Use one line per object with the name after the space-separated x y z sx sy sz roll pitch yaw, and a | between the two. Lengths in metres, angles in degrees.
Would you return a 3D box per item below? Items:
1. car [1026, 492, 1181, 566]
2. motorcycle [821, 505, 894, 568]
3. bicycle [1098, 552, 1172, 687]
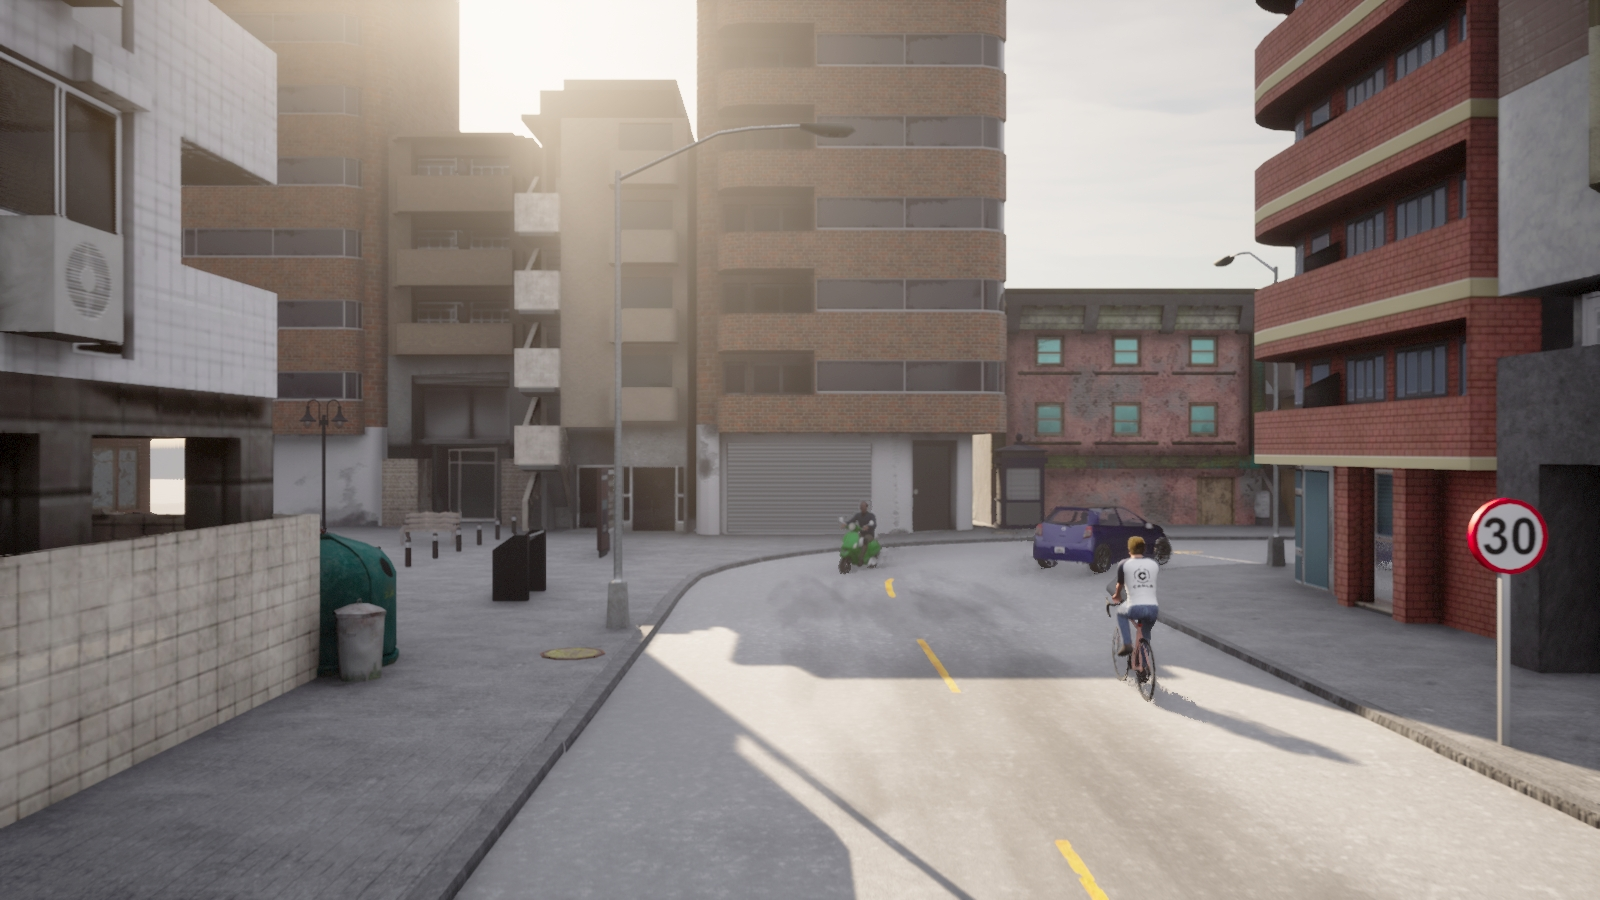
7.185 1.798 26.912 3.633 1.501 1.845 0 -1 -42 | car
1.327 1.945 26.031 0.856 1.236 1.805 3 2 31 | motorcycle
3.863 1.924 13.271 0.373 1.296 1.643 0 1 0 | bicycle
